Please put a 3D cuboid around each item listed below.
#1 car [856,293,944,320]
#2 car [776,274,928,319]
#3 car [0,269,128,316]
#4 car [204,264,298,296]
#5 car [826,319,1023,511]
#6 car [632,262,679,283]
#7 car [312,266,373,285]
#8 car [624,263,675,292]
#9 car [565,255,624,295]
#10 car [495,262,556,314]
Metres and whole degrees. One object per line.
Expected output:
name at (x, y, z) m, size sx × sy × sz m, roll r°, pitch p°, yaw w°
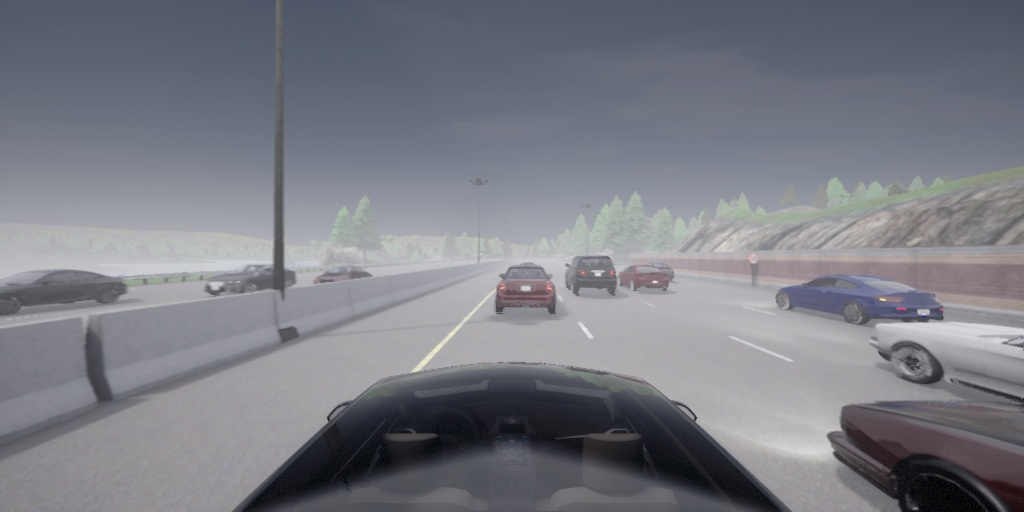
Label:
car at (7.185, 1.373, 4.126) m, size 1.895 × 1.301 × 4.718 m, roll 0°, pitch 0°, yaw 1°
car at (10.951, 1.312, 11.761) m, size 1.812 × 1.442 × 4.674 m, roll 0°, pitch 0°, yaw 2°
car at (-17.232, 1.226, 13.254) m, size 1.812 × 1.442 × 4.674 m, roll 0°, pitch 0°, yaw 2°
car at (-13.486, 1.204, 18.872) m, size 2.128 × 1.511 × 4.902 m, roll 0°, pitch 0°, yaw 2°
car at (3.629, 1.308, 0.583) m, size 2.033 × 1.411 × 5.357 m, roll 0°, pitch 0°, yaw 0°
car at (11.696, 1.284, 29.594) m, size 2.128 × 1.511 × 4.902 m, roll 0°, pitch 0°, yaw 2°
car at (-9.883, 1.288, 21.208) m, size 1.994 × 1.385 × 4.181 m, roll 0°, pitch 0°, yaw 2°
car at (7.866, 1.257, 21.925) m, size 1.882 × 1.535 × 5.008 m, roll 0°, pitch 0°, yaw 2°
car at (4.282, 0.989, 20.061) m, size 2.150 × 2.045 × 5.566 m, roll 0°, pitch 0°, yaw 2°
car at (0.540, 1.107, 14.076) m, size 2.097 × 1.767 × 4.553 m, roll 0°, pitch 0°, yaw 2°
